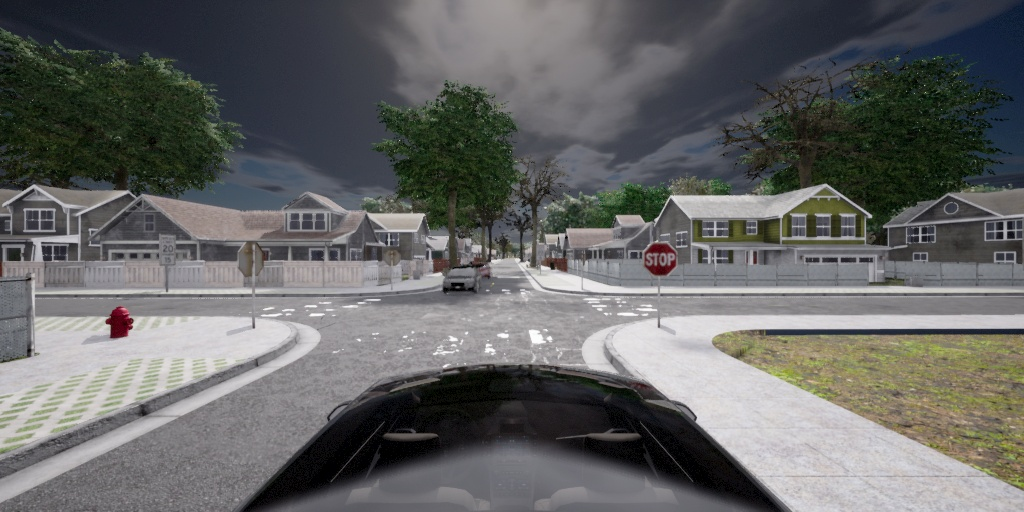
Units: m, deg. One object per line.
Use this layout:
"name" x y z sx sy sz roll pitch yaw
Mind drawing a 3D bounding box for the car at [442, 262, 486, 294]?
"car" -2.747 1.310 20.561 1.837 1.490 4.892 0 0 0

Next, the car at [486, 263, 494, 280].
"car" -2.742 1.288 31.264 1.812 1.442 4.674 0 0 0
